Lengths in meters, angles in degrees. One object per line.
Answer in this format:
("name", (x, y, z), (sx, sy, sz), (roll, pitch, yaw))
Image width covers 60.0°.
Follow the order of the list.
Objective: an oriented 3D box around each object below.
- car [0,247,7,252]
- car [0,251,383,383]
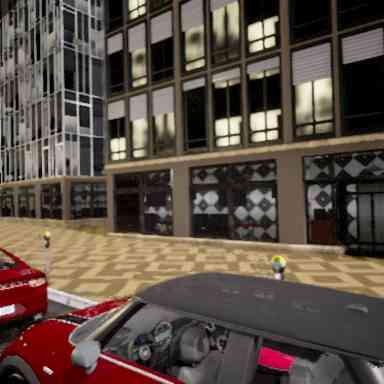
("car", (-4.489, 1.628, 6.248), (4.507, 1.381, 1.887), (-1, -2, 37))
("car", (0.045, 1.460, 2.891), (4.097, 1.590, 1.967), (-1, -2, 36))
